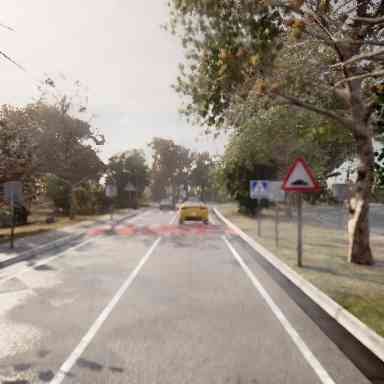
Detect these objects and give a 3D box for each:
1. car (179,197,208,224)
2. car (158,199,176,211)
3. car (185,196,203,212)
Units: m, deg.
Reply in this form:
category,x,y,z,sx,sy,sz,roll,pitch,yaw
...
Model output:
category,x,y,z,sx,sy,sz,roll,pitch,yaw
car,0.112,1.444,23.198,1.882,1.535,5.008,0,-6,0
car,-3.041,1.543,42.023,2.033,1.411,5.357,0,0,2
car,0.306,1.358,39.944,2.097,1.767,4.553,0,0,2
